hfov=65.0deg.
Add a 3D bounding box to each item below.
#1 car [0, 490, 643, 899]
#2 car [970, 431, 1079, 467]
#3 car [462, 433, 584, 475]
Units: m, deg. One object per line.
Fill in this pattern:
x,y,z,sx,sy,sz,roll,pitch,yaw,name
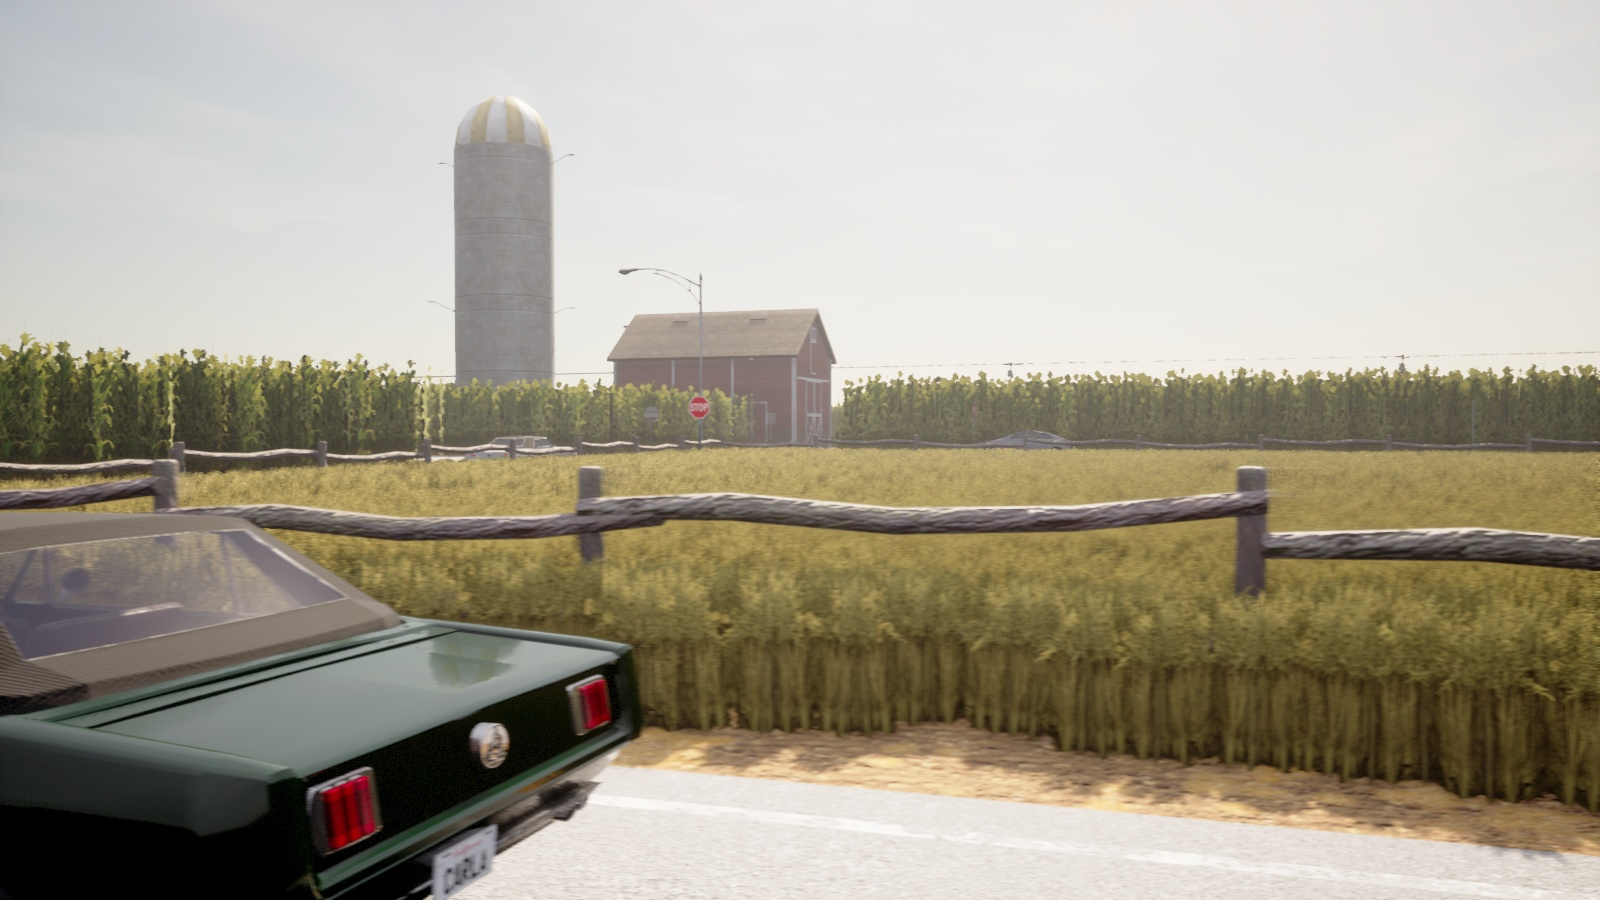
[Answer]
-3.085,0.841,4.232,4.718,1.301,1.895,1,1,19,car
9.286,-0.073,51.936,4.181,1.385,1.994,1,1,19,car
-9.368,0.101,42.922,1.895,1.301,4.718,1,1,19,car
